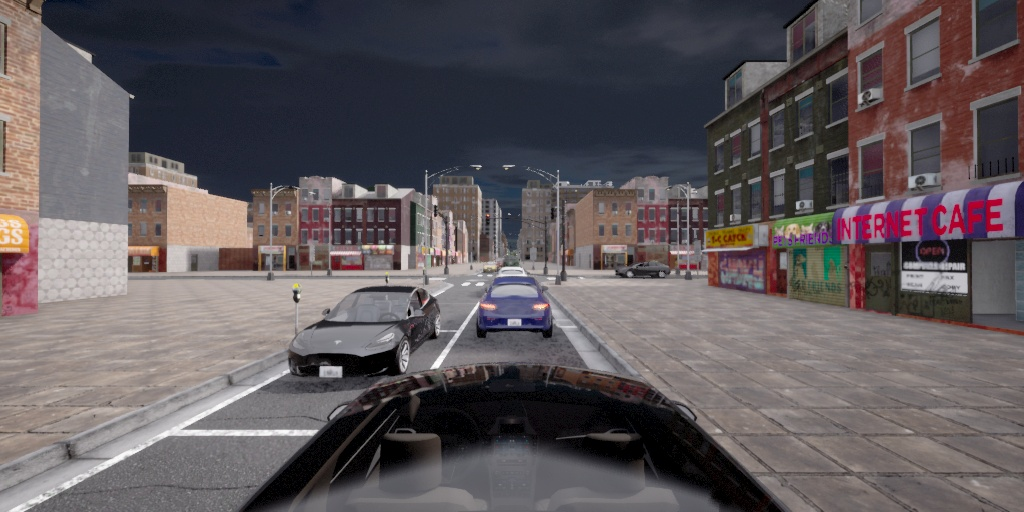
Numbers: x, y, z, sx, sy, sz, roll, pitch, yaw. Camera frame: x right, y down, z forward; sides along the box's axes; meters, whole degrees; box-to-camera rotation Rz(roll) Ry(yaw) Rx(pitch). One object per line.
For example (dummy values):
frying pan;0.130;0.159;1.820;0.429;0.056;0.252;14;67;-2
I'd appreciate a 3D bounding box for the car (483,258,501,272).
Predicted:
car;-2.690;1.322;45.000;1.751;1.417;4.829;0;0;0

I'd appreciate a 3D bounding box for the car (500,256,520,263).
car;-0.085;1.027;49.272;2.150;2.045;5.566;0;0;2

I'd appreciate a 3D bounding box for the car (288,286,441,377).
car;-2.645;1.317;7.402;1.948;1.339;4.313;0;0;0

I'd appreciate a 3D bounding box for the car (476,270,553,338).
car;0.068;1.278;10.082;1.812;1.442;4.674;0;0;0

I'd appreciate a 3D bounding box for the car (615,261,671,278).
car;11.988;1.260;33.001;4.892;1.490;1.837;-1;0;-2

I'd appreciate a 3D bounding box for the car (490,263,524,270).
car;-0.003;1.284;19.216;1.812;1.442;4.674;0;0;0
